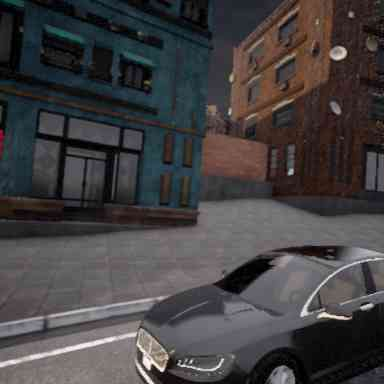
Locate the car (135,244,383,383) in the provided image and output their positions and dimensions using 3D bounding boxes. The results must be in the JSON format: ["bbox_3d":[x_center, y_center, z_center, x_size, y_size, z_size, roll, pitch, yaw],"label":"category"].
[{"bbox_3d":[1.648,1.564,4.656,4.892,1.490,1.837,1,-1,-30],"label":"car"}]
